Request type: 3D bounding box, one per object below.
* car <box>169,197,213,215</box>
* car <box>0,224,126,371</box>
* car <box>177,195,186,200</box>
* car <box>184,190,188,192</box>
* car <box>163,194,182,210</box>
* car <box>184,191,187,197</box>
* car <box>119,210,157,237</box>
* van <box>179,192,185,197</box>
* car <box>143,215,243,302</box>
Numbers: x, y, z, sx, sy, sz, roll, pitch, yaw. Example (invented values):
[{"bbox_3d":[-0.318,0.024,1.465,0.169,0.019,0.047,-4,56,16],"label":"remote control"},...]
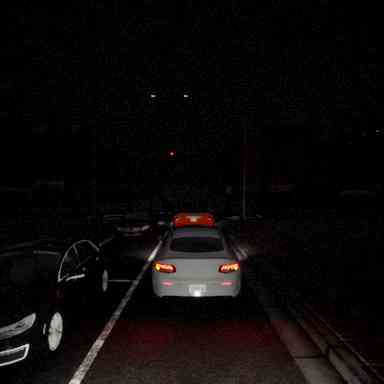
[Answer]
[{"bbox_3d":[0.076,1.353,18.086,2.097,1.767,4.553,0,0,0],"label":"car"},{"bbox_3d":[-2.666,1.548,5.830,2.008,1.369,4.403,-2,0,0],"label":"car"},{"bbox_3d":[-2.768,1.429,87.822,2.008,1.369,4.403,-1,0,0],"label":"car"},{"bbox_3d":[-2.777,1.131,93.371,2.192,1.841,5.009,-1,1,0],"label":"car"},{"bbox_3d":[-2.721,1.483,43.502,1.967,1.590,4.097,-2,0,0],"label":"car"},{"bbox_3d":[-2.755,1.307,71.201,2.192,1.841,5.009,-1,0,0],"label":"car"},{"bbox_3d":[-2.680,1.582,16.724,1.802,1.307,4.206,-2,0,0],"label":"car"},{"bbox_3d":[-2.748,1.359,65.658,1.690,1.788,3.998,-1,0,0],"label":"van"},{"bbox_3d":[0.090,1.523,8.123,1.812,1.442,4.674,0,0,0],"label":"car"}]
